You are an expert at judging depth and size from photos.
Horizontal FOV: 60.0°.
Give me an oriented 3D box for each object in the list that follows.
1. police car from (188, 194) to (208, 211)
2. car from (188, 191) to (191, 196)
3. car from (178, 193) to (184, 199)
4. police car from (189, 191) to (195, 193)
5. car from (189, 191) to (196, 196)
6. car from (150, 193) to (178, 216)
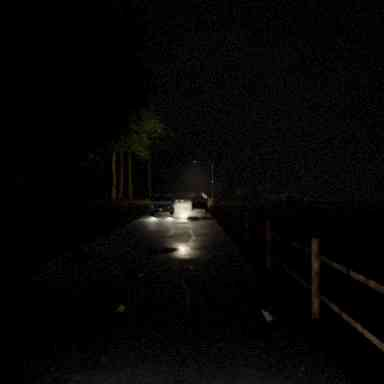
[{"bbox_3d":[0.846,1.374,39.663,1.930,1.638,5.238,0,1,0],"label":"police car"},{"bbox_3d":[0.040,0.776,74.308,2.033,1.411,5.357,0,1,0],"label":"car"},{"bbox_3d":[-2.711,0.828,73.743,2.033,1.411,5.357,0,1,0],"label":"car"},{"bbox_3d":[0.854,1.143,55.665,1.930,1.638,5.238,0,1,0],"label":"police car"},{"bbox_3d":[0.051,0.368,95.193,1.994,1.385,4.181,0,1,0],"label":"car"},{"bbox_3d":[-2.830,1.225,32.961,2.150,2.045,5.566,0,0,0],"label":"car"}]
